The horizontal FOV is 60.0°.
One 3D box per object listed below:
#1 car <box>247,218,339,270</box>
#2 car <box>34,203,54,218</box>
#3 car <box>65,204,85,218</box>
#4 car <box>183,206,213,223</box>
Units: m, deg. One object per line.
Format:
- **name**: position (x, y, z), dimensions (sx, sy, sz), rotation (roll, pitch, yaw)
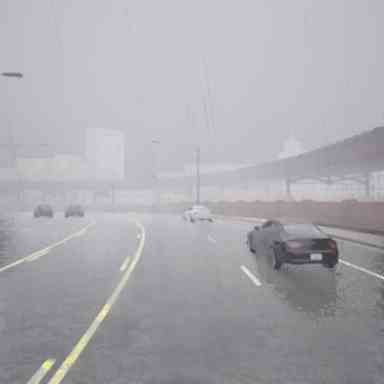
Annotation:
- **car**: position (3.200, 1.600, 11.262), dimensions (1.812, 1.442, 4.674), rotation (0, 0, -4)
- **car**: position (-18.303, 2.286, 41.185), dimensions (2.097, 1.767, 4.553), rotation (1, -3, -23)
- **car**: position (-14.511, 2.260, 41.126), dimensions (2.097, 1.767, 4.553), rotation (1, -3, -22)
- **car**: position (0.474, 1.925, 29.102), dimensions (1.812, 1.442, 4.674), rotation (1, -2, -13)
